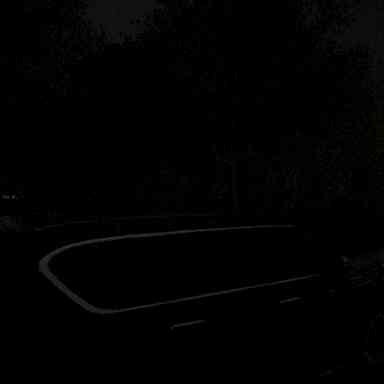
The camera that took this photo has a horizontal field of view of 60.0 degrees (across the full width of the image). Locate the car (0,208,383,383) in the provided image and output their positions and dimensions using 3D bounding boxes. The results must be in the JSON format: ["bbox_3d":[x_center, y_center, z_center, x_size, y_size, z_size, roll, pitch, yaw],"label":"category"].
[{"bbox_3d":[0.217,1.221,3.893,5.566,2.045,2.150,0,0,-35],"label":"car"}]
